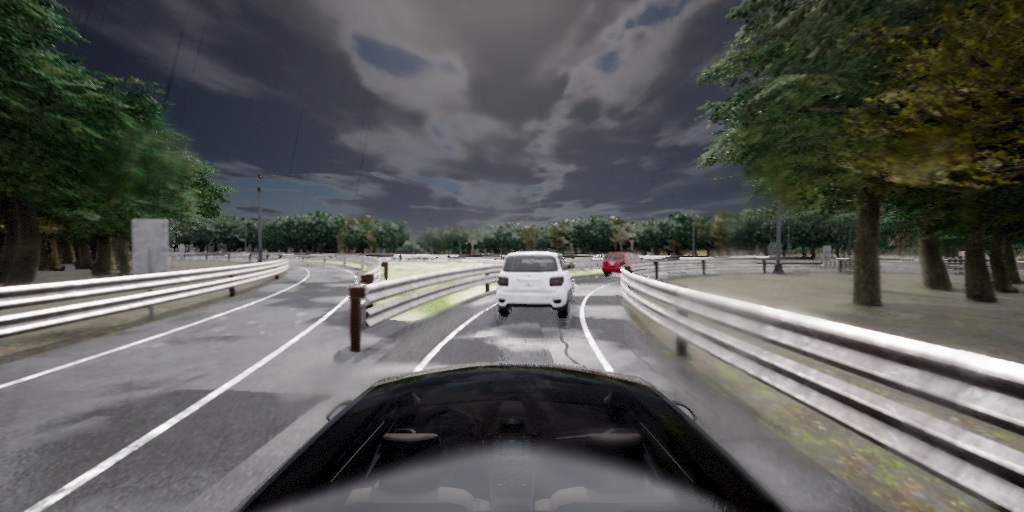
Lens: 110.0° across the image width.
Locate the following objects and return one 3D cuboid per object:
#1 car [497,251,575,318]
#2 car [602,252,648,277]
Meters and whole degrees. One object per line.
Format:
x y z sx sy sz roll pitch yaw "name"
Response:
0.989 0.864 12.804 2.150 2.045 5.566 -1 1 11 "car"
9.604 0.728 30.252 2.150 2.045 5.566 0 0 40 "car"
